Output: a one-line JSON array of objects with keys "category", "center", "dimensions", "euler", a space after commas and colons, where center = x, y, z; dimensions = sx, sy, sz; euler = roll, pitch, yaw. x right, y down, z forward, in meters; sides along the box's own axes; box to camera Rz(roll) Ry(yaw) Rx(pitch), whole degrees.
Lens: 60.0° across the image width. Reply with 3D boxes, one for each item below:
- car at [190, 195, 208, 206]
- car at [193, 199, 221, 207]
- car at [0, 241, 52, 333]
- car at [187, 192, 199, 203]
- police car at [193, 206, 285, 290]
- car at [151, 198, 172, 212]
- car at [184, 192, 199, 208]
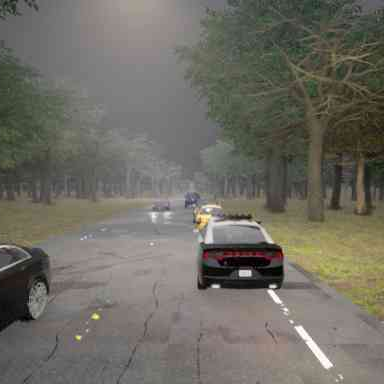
[{"category": "car", "center": [1.105, 1.308, 25.088], "dimensions": [2.097, 1.767, 4.553], "euler": [0, 0, 0]}, {"category": "car", "center": [1.093, 1.428, 19.306], "dimensions": [1.801, 1.575, 5.366], "euler": [0, 0, 0]}, {"category": "car", "center": [-3.590, 1.488, 4.417], "dimensions": [2.128, 1.511, 4.902], "euler": [0, 0, 0]}, {"category": "car", "center": [0.142, 0.998, 64.121], "dimensions": [2.150, 2.045, 5.566], "euler": [0, 0, 0]}, {"category": "police car", "center": [1.071, 1.416, 9.225], "dimensions": [1.930, 1.638, 5.238], "euler": [0, 0, 0]}, {"category": "car", "center": [-3.416, 1.438, 37.755], "dimensions": [1.812, 1.442, 4.674], "euler": [0, 0, 0]}, {"category": "car", "center": [0.115, 1.098, 45.851], "dimensions": [2.150, 2.045, 5.566], "euler": [0, 0, 0]}]
